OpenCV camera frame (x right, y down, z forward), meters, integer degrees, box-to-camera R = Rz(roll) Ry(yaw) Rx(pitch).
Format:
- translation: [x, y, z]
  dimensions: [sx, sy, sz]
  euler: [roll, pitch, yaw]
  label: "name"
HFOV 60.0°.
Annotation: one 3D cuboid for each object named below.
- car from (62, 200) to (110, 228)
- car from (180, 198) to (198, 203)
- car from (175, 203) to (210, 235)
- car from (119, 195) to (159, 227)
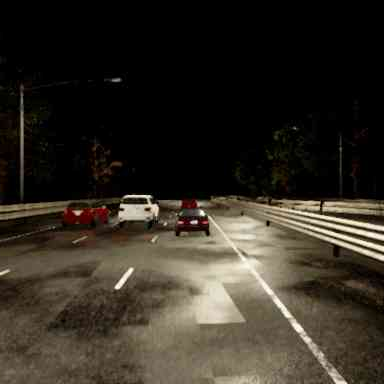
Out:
- translation: [-7.025, 1.364, 22.509]
  dimensions: [2.097, 1.767, 4.553]
  euler: [0, 0, 0]
  label: "car"
- translation: [-0.342, 1.506, 39.872]
  dimensions: [1.882, 1.535, 5.008]
  euler: [0, 0, -1]
  label: "car"
- translation: [0.020, 1.553, 18.863]
  dimensions: [2.033, 1.411, 5.357]
  euler: [0, 0, -1]
  label: "car"
- translation: [-3.525, 1.232, 22.780]
  dimensions: [2.150, 2.045, 5.566]
  euler: [0, 0, -1]
  label: "car"
